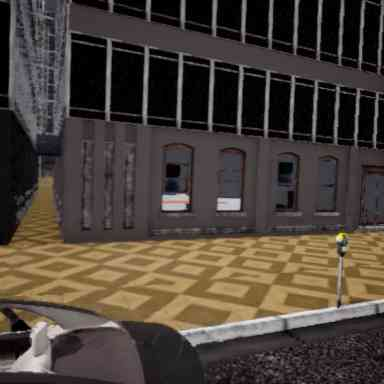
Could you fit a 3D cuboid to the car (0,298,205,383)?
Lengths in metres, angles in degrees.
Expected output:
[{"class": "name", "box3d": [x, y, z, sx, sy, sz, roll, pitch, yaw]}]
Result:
[{"class": "car", "box3d": [-1.985, 1.393, 1.640, 4.403, 1.369, 2.008, 1, 2, -23]}]
